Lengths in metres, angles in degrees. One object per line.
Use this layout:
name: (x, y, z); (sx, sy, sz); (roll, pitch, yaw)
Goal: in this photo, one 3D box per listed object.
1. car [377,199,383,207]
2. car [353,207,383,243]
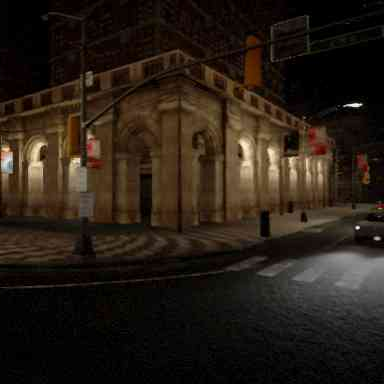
car: (14.617, 1.221, 23.571); (2.150, 2.045, 5.566); (0, 0, 35)
car: (8.867, 1.600, 15.470); (1.895, 1.301, 4.718); (0, 0, 35)
